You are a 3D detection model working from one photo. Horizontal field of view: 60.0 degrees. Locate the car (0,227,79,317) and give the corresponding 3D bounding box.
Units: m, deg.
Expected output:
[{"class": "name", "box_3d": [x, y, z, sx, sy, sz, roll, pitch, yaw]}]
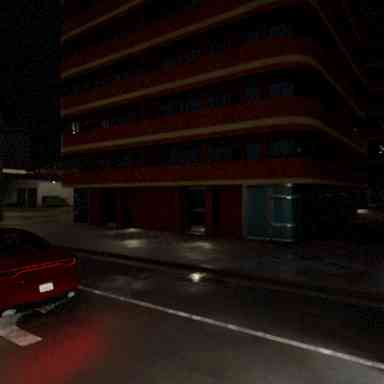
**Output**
[{"class": "car", "box_3d": [-4.560, 1.515, 7.231, 5.008, 1.535, 1.882, 0, 0, 35]}]
